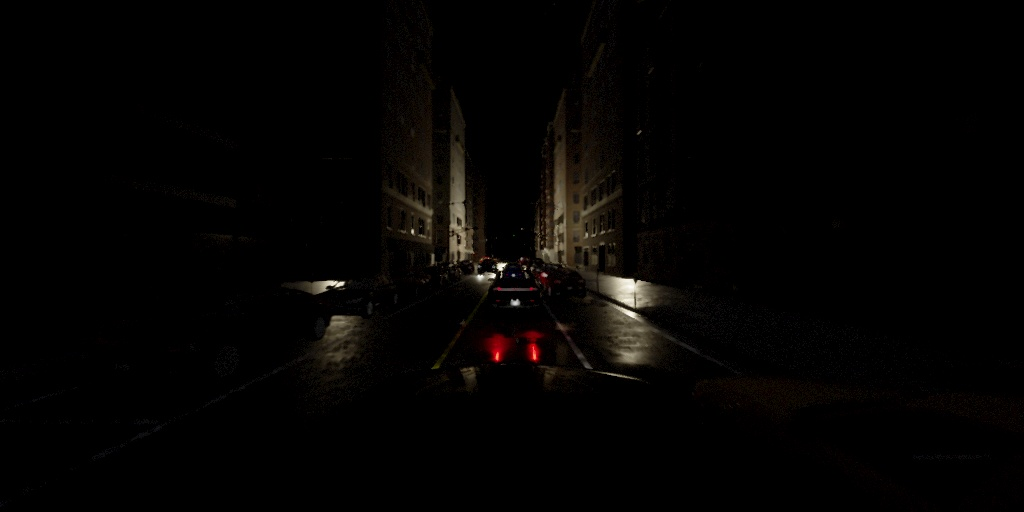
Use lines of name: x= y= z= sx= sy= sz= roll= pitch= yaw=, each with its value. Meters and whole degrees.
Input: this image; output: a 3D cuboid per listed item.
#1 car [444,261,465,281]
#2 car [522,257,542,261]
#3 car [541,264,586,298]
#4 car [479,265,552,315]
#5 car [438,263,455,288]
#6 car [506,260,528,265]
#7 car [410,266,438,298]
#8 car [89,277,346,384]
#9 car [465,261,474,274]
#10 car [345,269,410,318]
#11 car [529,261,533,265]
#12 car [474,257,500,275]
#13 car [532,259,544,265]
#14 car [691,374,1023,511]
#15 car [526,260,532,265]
car: x=-5.375 y=1.245 z=29.931 sx=1.967 sy=1.591 sz=4.097 roll=0 pitch=0 yaw=0
car: x=2.655 y=1.141 z=41.292 sx=2.192 sy=1.841 sz=5.009 roll=0 pitch=0 yaw=0
car: x=2.645 y=1.328 z=18.563 sx=1.888 sy=1.381 sz=4.507 roll=0 pitch=0 yaw=0
car: x=0.107 y=1.265 z=13.591 sx=2.128 sy=1.511 sz=4.902 roll=0 pitch=0 yaw=0
car: x=-5.377 y=1.360 z=24.249 sx=1.948 sy=1.339 sz=4.313 roll=0 pitch=0 yaw=0
car: x=0.113 y=1.331 z=29.988 sx=1.812 sy=1.442 sz=4.674 roll=0 pitch=0 yaw=0
car: x=-5.380 y=1.328 z=18.566 sx=1.888 sy=1.381 sz=4.507 roll=0 pitch=0 yaw=0
car: x=-5.384 y=1.306 z=7.202 sx=1.888 sy=1.381 sz=4.507 roll=0 pitch=0 yaw=0
car: x=-5.370 y=1.266 z=41.295 sx=1.967 sy=1.591 sz=4.097 roll=0 pitch=0 yaw=0
car: x=-5.382 y=1.323 z=12.884 sx=2.007 sy=1.370 sz=4.403 roll=0 pitch=0 yaw=0
car: x=2.650 y=1.350 z=29.928 sx=1.888 sy=1.381 sz=4.507 roll=0 pitch=0 yaw=0
car: x=-2.775 y=1.178 z=41.253 sx=2.097 sy=1.767 sz=4.553 roll=0 pitch=0 yaw=1
car: x=2.648 y=1.234 z=24.246 sx=1.967 sy=1.591 sz=4.097 roll=0 pitch=0 yaw=0
car: x=2.638 y=1.275 z=1.686 sx=1.751 sy=1.417 sz=4.829 roll=0 pitch=0 yaw=0
car: x=2.653 y=1.366 z=35.610 sx=2.007 sy=1.370 sz=4.403 roll=0 pitch=0 yaw=0
